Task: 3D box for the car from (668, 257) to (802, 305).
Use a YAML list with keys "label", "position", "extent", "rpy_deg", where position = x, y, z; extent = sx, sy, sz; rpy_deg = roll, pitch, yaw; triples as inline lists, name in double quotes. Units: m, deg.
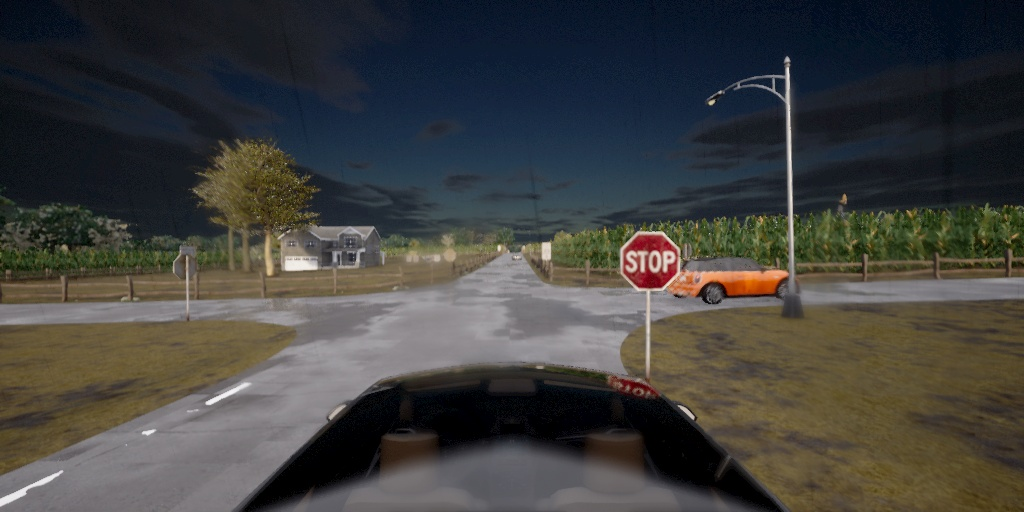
- label: "car"
  position: [8.615, 0.815, 13.982]
  extent: [4.553, 1.767, 2.097]
  rpy_deg: [-2, 1, -8]
